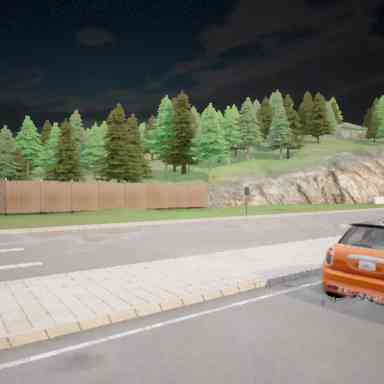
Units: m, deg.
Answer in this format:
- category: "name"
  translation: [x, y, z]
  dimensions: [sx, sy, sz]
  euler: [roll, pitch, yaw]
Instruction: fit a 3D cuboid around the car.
- category: "car"
  translation: [4.889, 1.352, 7.229]
  dimensions: [4.553, 1.767, 2.097]
  euler: [0, 0, -35]
